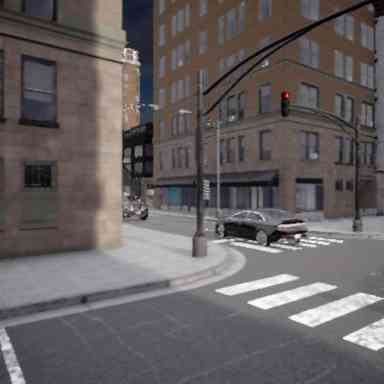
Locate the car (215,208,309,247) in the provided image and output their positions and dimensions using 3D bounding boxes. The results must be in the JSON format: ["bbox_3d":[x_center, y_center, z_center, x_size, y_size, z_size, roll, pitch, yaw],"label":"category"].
[{"bbox_3d":[2.873,1.469,14.774,2.128,1.511,4.902,-2,1,-29],"label":"car"}]

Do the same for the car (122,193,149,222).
[{"bbox_3d":[-5.364,1.095,25.452,2.150,2.045,5.566,0,0,-36],"label":"car"}]
